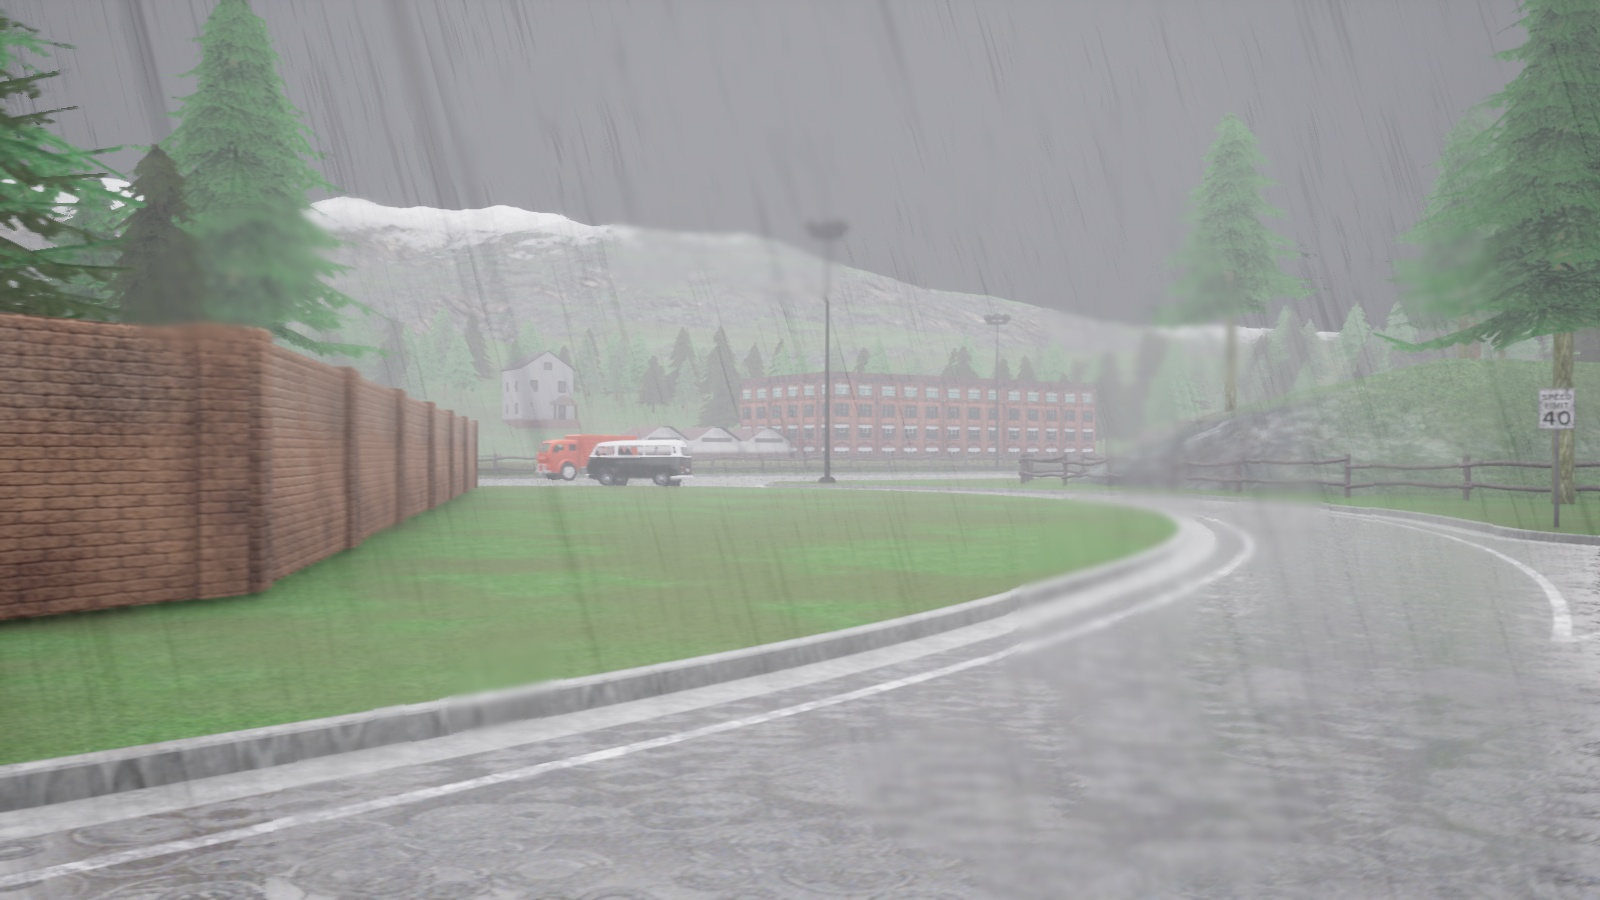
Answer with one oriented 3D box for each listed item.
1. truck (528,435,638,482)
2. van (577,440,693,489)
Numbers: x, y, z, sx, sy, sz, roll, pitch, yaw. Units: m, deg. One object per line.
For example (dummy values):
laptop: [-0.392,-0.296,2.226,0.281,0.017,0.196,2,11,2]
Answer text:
truck: [-11.669,0.448,67.586,5.204,2.467,2.627,0,0,-35]
van: [-7.057,0.615,53.938,4.480,2.038,2.069,0,-1,12]
